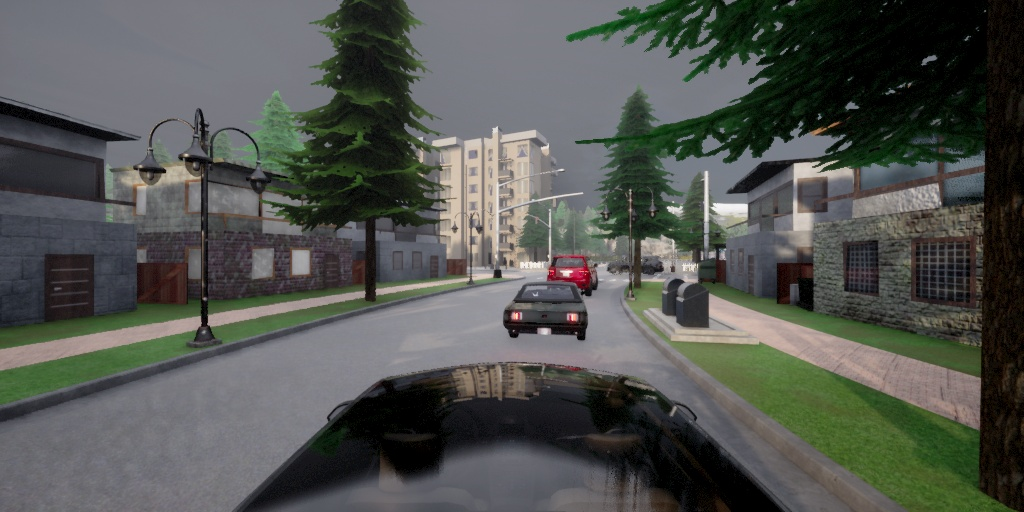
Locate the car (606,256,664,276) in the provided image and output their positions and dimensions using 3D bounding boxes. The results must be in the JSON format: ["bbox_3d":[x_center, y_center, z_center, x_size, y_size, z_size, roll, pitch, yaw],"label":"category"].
[{"bbox_3d":[12.682,0.993,37.096,5.566,2.045,2.150,0,0,27],"label":"car"}]

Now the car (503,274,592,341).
[{"bbox_3d":[1.074,1.351,9.992,1.895,1.301,4.718,0,0,9],"label":"car"}]

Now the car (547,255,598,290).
[{"bbox_3d":[3.376,0.971,19.486,2.150,2.045,5.566,0,0,18],"label":"car"}]
